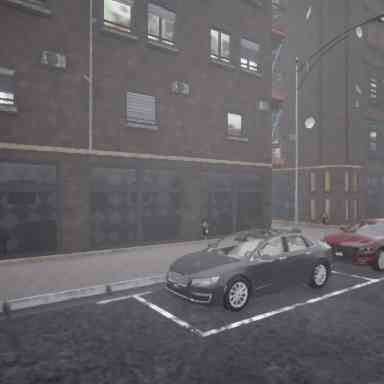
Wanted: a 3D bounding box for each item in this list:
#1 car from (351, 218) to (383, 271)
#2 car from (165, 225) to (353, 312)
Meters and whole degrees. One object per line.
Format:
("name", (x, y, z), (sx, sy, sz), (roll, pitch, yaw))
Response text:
("car", (6.066, 1.542, 10.885), (4.507, 1.381, 1.887), (0, 0, -36))
("car", (1.478, 1.549, 7.612), (4.403, 1.369, 2.008), (0, 0, -36))
